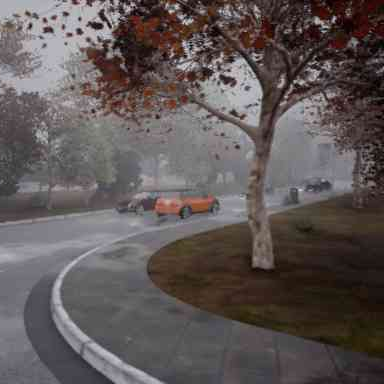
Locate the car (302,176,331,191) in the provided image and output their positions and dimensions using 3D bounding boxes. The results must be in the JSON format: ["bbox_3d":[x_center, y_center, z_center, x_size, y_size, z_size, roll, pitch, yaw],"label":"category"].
[{"bbox_3d":[16.122,-1.080,42.438,2.097,1.767,4.553,2,5,37],"label":"car"}]

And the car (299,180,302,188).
[{"bbox_3d":[17.794,-1.581,50.177,1.882,1.535,5.008,2,5,37],"label":"car"}]

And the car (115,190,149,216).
[{"bbox_3d":[-3.040,0.620,22.917,1.882,1.535,5.008,2,4,37],"label":"car"}]

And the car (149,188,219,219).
[{"bbox_3d":[-0.180,0.559,20.944,2.097,1.767,4.553,1,4,37],"label":"car"}]

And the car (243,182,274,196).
[{"bbox_3d":[7.422,-0.375,36.683,1.837,1.490,4.892,2,5,37],"label":"car"}]
